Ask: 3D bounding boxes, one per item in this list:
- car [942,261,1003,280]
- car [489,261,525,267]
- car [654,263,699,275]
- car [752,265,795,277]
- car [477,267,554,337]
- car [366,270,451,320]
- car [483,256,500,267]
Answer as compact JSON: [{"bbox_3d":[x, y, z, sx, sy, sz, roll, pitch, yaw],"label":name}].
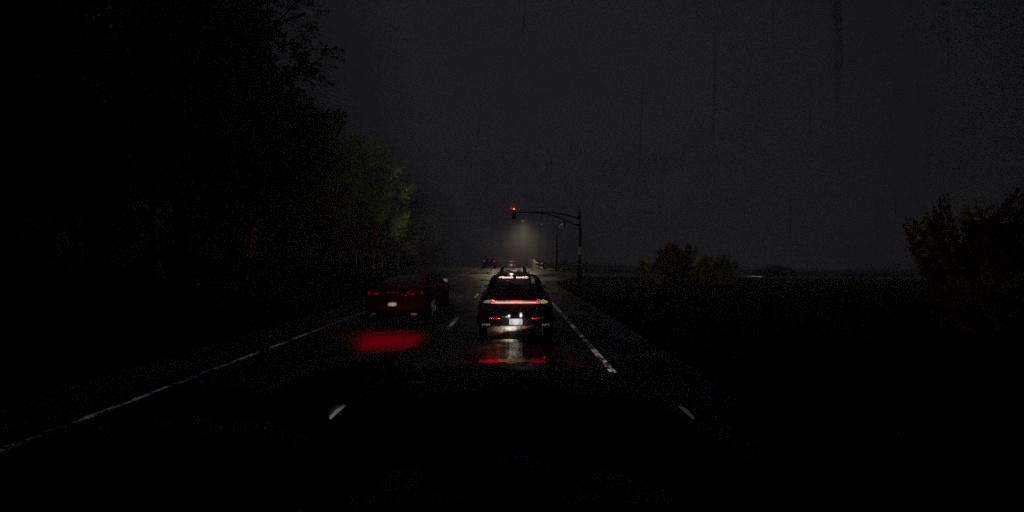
[{"bbox_3d":[50.192,1.517,38.672,5.566,2.045,2.150,1,-1,1],"label":"car"},{"bbox_3d":[0.063,1.246,19.753,2.128,1.511,4.902,0,0,0],"label":"car"},{"bbox_3d":[19.319,1.566,42.346,5.357,1.411,2.033,1,-1,0],"label":"car"},{"bbox_3d":[30.869,1.709,42.319,4.181,1.385,1.994,1,-1,0],"label":"car"},{"bbox_3d":[0.083,1.244,10.355,2.128,1.511,4.902,0,0,0],"label":"car"},{"bbox_3d":[-3.423,1.230,12.704,1.882,1.535,5.008,0,0,0],"label":"car"},{"bbox_3d":[-3.536,0.977,58.726,2.150,2.045,5.566,0,0,0],"label":"car"}]
